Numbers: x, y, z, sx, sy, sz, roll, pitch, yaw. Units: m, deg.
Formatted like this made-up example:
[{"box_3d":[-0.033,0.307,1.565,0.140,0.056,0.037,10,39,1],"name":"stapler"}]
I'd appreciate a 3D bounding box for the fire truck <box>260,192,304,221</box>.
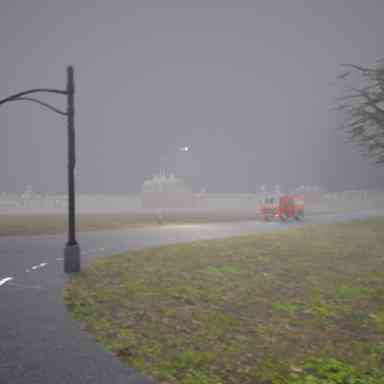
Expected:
[{"box_3d":[12.473,1.966,45.615,2.891,3.827,8.468,-1,-2,39],"name":"fire truck"}]
